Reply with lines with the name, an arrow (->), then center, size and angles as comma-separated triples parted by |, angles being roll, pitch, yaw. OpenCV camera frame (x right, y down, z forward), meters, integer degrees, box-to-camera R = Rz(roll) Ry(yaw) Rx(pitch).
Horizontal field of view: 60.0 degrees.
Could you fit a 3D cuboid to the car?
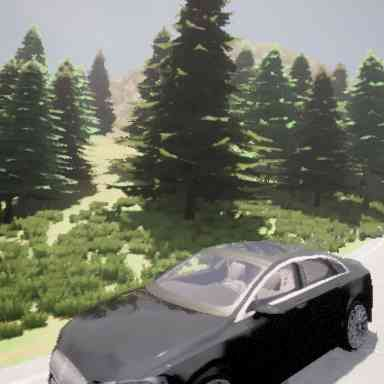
car -> 0.706, 1.507, 4.473 | 4.902, 1.511, 2.128 | 0, 0, -41
